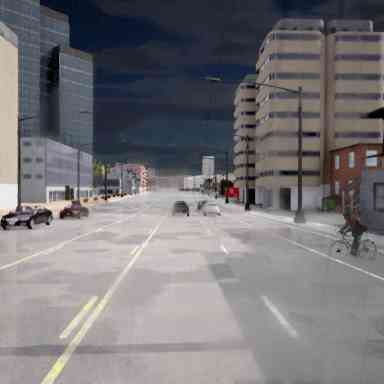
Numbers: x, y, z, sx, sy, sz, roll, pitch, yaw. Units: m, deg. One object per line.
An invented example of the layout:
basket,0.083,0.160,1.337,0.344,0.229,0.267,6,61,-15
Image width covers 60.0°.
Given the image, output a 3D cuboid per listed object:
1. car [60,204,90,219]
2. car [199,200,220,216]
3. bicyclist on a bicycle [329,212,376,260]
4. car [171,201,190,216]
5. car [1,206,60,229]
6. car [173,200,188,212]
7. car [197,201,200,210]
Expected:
car,-11.724,1.944,33.366,1.994,1.385,4.181,0,-1,-2
car,2.207,1.967,38.896,1.812,1.442,4.674,0,0,-2
bicyclist on a bicycle,5.451,1.518,11.320,1.656,1.620,0.582,-1,0,-2
car,-1.266,1.935,38.018,1.837,1.490,4.892,0,-1,-2
car,-11.391,1.723,23.311,2.128,1.511,4.902,0,-1,-2
car,-1.679,1.985,48.064,2.033,1.411,5.357,0,0,-2
car,1.775,1.954,49.960,1.812,1.442,4.674,0,0,-2
